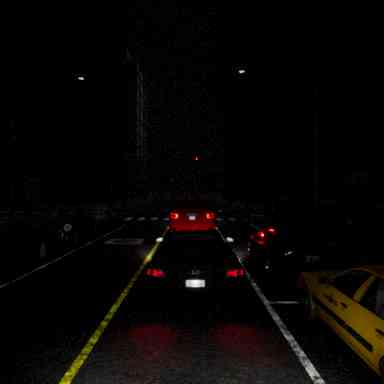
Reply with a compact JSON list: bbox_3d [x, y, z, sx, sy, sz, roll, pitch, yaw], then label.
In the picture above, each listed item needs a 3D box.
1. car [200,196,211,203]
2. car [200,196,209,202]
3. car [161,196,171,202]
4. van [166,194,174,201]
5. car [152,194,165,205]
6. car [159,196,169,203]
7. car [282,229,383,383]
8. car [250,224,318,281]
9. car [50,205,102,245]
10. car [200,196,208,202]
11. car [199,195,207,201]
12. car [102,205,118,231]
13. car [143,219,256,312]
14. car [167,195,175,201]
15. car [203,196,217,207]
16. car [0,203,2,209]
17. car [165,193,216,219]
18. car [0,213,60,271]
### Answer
[{"bbox_3d":[2.815,1.571,68.871,2.008,1.369,4.403,0,0,0],"label":"car"},{"bbox_3d":[2.819,1.568,74.309,1.887,1.381,4.507,0,0,0],"label":"car"},{"bbox_3d":[-5.706,1.548,74.146,1.752,1.417,4.829,0,0,0],"label":"car"},{"bbox_3d":[-5.698,1.371,85.191,1.690,1.788,3.998,0,0,0],"label":"van"},{"bbox_3d":[-5.719,1.329,58.003,2.192,1.841,5.009,0,0,0],"label":"car"},{"bbox_3d":[-5.710,1.602,68.878,1.802,1.307,4.206,0,0,0],"label":"car"},{"bbox_3d":[2.765,1.525,4.390,1.752,1.417,4.829,0,0,0],"label":"car"},{"bbox_3d":[2.769,1.566,9.677,1.947,1.339,4.313,0,0,0],"label":"car"},{"bbox_3d":[-5.752,1.441,15.139,1.967,1.590,4.097,0,0,0],"label":"car"},{"bbox_3d":[2.823,1.571,79.747,1.887,1.381,4.507,0,0,0],"label":"car"},{"bbox_3d":[2.828,1.556,85.354,1.752,1.417,4.829,0,0,0],"label":"car"},{"bbox_3d":[-5.748,1.527,20.425,1.752,1.417,4.829,0,0,0],"label":"car"},{"bbox_3d":[0.065,1.564,7.807,1.994,1.385,4.181,0,0,0],"label":"car"},{"bbox_3d":[-5.693,1.585,90.629,2.008,1.369,4.403,0,0,0],"label":"car"},{"bbox_3d":[2.802,1.452,52.559,1.967,1.590,4.097,0,0,0],"label":"car"},{"bbox_3d":[-21.050,1.095,32.061,5.008,1.535,1.882,1,0,0],"label":"car"},{"bbox_3d":[0.017,1.222,17.227,2.150,2.045,5.566,0,0,0],"label":"car"},{"bbox_3d":[-5.756,1.545,9.681,1.887,1.381,4.507,0,0,0],"label":"car"}]
